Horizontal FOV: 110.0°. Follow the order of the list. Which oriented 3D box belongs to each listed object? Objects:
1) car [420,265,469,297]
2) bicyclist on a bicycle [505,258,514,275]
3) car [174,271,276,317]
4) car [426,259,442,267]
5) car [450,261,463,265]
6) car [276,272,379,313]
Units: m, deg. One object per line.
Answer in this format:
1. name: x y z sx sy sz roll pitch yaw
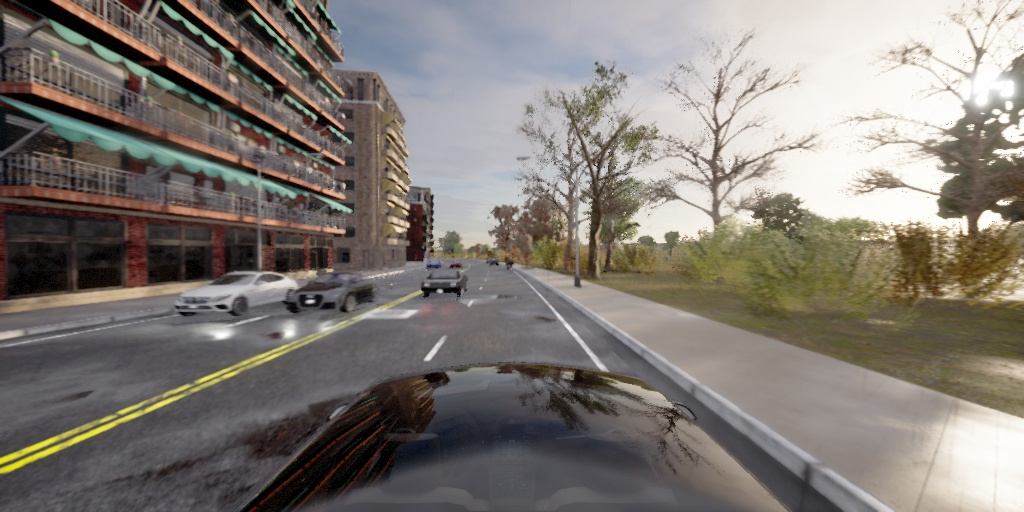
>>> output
1. car: -3.375 1.359 18.870 1.895 1.301 4.718 0 0 -1
2. bicyclist on a bicycle: -0.080 1.117 38.508 0.659 1.776 1.843 0 0 -3
3. car: -9.964 1.297 13.498 1.812 1.442 4.674 0 0 -1
4. car: -11.839 1.248 54.497 1.882 1.535 5.008 0 0 -4
5. car: -8.694 1.362 56.306 1.895 1.301 4.718 0 0 -4
6. car: -6.721 1.329 13.900 1.994 1.385 4.181 0 0 -1
